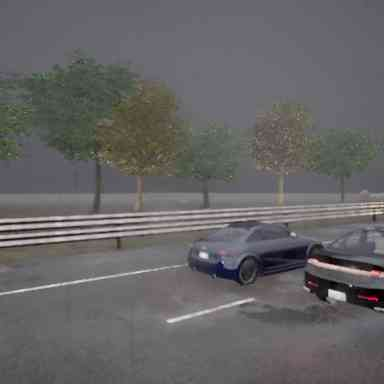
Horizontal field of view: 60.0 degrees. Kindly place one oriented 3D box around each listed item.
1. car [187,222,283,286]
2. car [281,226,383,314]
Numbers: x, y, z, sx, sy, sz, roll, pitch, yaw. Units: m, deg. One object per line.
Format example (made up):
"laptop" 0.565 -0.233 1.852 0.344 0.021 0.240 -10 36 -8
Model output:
"car" 1.926 1.538 9.420 4.181 1.385 1.994 0 0 -36
"car" 4.343 1.463 6.847 4.902 1.511 2.128 0 0 -36
